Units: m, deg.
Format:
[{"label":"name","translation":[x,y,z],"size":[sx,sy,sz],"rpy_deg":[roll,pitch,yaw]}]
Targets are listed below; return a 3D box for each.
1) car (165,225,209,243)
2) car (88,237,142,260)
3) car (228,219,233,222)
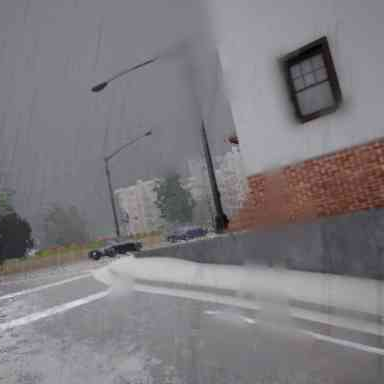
[{"label":"car","translation":[-0.408,4.042,32.948],"size":[2.033,1.411,5.357],"rpy_deg":[-16,-9,35]},{"label":"car","translation":[-5.849,4.207,25.391],"size":[1.994,1.385,4.181],"rpy_deg":[-16,-9,35]},{"label":"car","translation":[5.443,3.895,41.033],"size":[1.994,1.385,4.181],"rpy_deg":[-16,-9,35]}]
